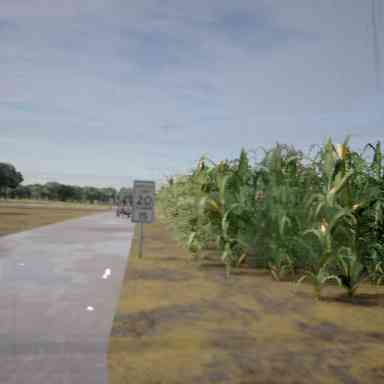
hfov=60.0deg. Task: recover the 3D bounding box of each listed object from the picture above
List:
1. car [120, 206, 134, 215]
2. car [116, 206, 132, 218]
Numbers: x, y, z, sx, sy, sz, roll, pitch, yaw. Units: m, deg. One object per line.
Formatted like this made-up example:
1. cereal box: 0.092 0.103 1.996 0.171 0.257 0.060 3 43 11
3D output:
1. car: -10.738 3.069 54.865 1.895 1.301 4.718 3 -2 -7
2. car: -9.161 2.618 44.708 1.837 1.490 4.892 3 -2 -9
